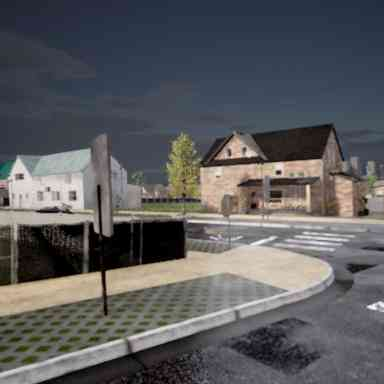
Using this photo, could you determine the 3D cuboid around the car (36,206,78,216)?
[{"bbox_3d":[-10.777,1.807,26.217,4.181,1.385,1.994,-1,2,37],"label":"car"}]
